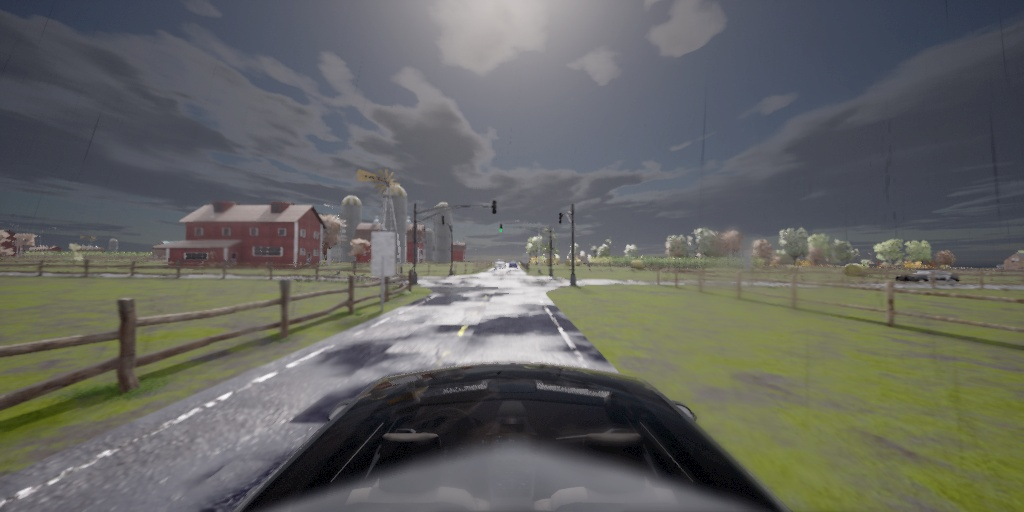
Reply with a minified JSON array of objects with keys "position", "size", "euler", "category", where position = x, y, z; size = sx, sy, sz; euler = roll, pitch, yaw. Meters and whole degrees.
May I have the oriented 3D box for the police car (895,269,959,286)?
[{"position":[42.035,2.119,36.461],"size":[5.238,1.638,1.930],"euler":[1,-2,0],"category":"police car"}]
